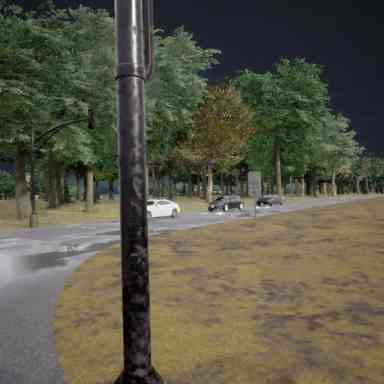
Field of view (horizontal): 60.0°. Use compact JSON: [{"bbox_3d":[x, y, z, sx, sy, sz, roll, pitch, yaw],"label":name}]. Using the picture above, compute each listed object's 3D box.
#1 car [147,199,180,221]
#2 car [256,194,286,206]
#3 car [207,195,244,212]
[{"bbox_3d":[-2.780,1.268,24.469,1.812,1.442,4.674,-3,-1,37],"label":"car"},{"bbox_3d":[9.765,0.969,40.949,2.033,1.411,5.357,-3,-1,37],"label":"car"},{"bbox_3d":[3.353,1.087,32.537,1.837,1.490,4.892,-3,-1,37],"label":"car"}]
